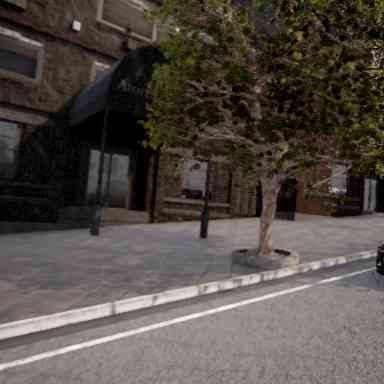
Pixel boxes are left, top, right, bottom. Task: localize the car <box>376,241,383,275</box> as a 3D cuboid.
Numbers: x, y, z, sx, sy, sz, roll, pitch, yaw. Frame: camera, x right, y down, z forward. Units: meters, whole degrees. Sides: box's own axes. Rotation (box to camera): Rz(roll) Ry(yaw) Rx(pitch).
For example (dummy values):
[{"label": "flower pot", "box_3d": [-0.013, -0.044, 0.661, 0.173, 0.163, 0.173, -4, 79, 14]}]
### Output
[{"label": "car", "box_3d": [6.939, 1.375, 8.934, 4.553, 1.767, 2.097, 0, 0, -35]}]
